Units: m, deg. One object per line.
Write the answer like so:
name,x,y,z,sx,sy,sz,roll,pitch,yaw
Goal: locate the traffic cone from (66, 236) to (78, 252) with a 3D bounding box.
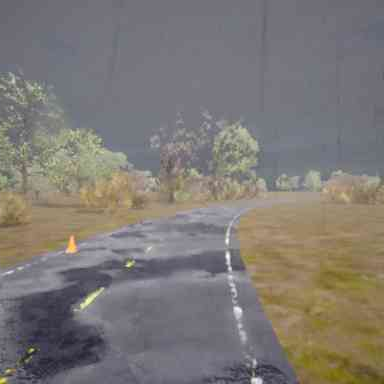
traffic cone,-4.432,1.901,12.276,0.340,0.580,0.340,0,0,5
